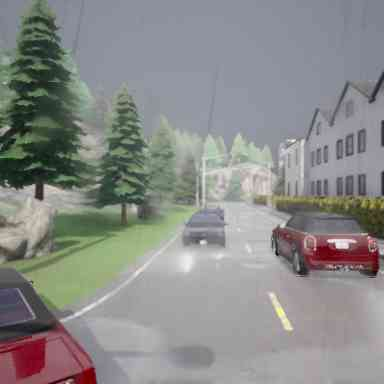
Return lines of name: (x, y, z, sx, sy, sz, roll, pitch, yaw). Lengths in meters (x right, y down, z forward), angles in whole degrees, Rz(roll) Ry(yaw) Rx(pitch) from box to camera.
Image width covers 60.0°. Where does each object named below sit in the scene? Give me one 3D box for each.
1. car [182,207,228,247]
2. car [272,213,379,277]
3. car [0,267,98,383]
car: (0.701, 1.663, 16.041, 2.033, 1.411, 5.357, 0, 0, 5)
car: (3.990, 1.435, 10.746, 2.097, 1.767, 4.553, 0, 0, 3)
car: (-2.898, 1.625, 4.055, 1.895, 1.301, 4.718, 0, 0, -38)
